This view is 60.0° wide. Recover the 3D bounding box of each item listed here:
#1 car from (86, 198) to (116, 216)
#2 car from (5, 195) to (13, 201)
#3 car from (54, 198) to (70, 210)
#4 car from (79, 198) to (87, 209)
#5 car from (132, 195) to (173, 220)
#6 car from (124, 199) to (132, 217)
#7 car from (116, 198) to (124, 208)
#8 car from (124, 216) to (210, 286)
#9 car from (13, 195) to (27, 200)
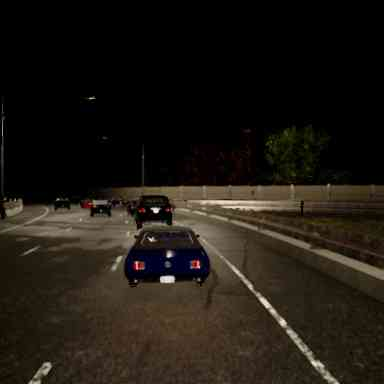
[{"bbox_3d":[-8.793,1.491,31.922,2.128,1.511,4.902,0,0,-17],"label":"car"},{"bbox_3d":[-46.762,1.393,81.722,4.902,1.511,2.128,0,0,37],"label":"car"},{"bbox_3d":[-16.924,1.493,43.271,2.128,1.511,4.902,0,0,-24],"label":"car"},{"bbox_3d":[-14.378,1.563,46.109,1.994,1.385,4.181,0,0,-25],"label":"car"},{"bbox_3d":[-2.616,1.218,21.855,2.150,2.045,5.566,0,0,-12],"label":"car"},{"bbox_3d":[-5.081,1.560,31.810,1.994,1.385,4.181,0,0,-17],"label":"car"},{"bbox_3d":[-10.053,1.489,44.980,2.128,1.511,4.902,0,0,-24],"label":"car"},{"bbox_3d":[-0.699,1.600,9.391,1.895,1.301,4.718,0,0,-4],"label":"car"},{"bbox_3d":[-44.573,1.389,84.453,4.674,1.442,1.812,0,0,37],"label":"car"}]
